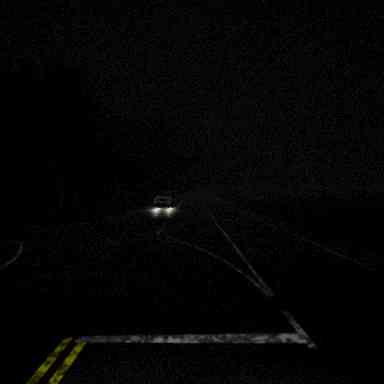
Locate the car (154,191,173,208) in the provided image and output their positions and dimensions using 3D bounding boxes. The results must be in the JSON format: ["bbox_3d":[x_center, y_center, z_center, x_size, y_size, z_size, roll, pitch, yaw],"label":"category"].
[{"bbox_3d":[-3.599,0.870,42.514,2.150,2.045,5.566,0,1,0],"label":"car"}]
